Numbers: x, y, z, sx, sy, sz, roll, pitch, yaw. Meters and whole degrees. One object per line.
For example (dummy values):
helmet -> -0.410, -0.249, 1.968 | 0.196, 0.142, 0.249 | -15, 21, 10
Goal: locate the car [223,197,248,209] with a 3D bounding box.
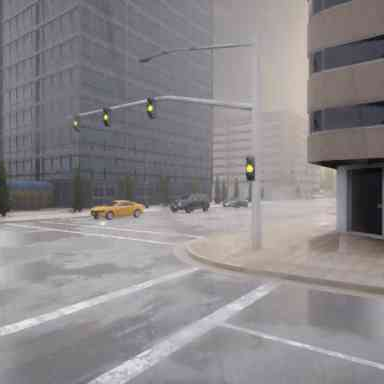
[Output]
car -> 5.981, 1.492, 45.608 | 2.128, 1.511, 4.902 | 0, 0, 36

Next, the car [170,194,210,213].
car -> -0.120, 1.221, 37.216 | 2.150, 2.045, 5.566 | 0, 0, 36

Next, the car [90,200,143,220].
car -> -6.374, 1.478, 28.601 | 1.882, 1.535, 5.008 | 0, 0, 36
